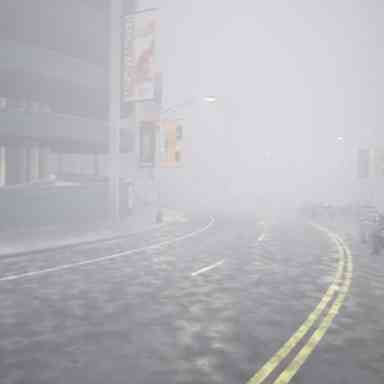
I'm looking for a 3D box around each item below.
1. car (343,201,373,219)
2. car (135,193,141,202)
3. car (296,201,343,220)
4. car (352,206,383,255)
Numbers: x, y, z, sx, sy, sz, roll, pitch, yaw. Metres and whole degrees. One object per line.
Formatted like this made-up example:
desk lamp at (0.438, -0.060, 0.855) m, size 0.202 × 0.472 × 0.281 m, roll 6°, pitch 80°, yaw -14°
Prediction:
car at (13.922, 1.553, 28.457) m, size 2.128 × 1.511 × 4.902 m, roll 1°, pitch 0°, yaw -2°
car at (-11.704, 0.808, 61.018) m, size 5.566 × 2.045 × 2.150 m, roll 1°, pitch 0°, yaw 42°
car at (10.424, 1.509, 28.404) m, size 2.128 × 1.511 × 4.902 m, roll 1°, pitch 0°, yaw -2°
car at (7.837, 1.536, 13.063) m, size 2.128 × 1.511 × 4.902 m, roll 1°, pitch 0°, yaw 20°
